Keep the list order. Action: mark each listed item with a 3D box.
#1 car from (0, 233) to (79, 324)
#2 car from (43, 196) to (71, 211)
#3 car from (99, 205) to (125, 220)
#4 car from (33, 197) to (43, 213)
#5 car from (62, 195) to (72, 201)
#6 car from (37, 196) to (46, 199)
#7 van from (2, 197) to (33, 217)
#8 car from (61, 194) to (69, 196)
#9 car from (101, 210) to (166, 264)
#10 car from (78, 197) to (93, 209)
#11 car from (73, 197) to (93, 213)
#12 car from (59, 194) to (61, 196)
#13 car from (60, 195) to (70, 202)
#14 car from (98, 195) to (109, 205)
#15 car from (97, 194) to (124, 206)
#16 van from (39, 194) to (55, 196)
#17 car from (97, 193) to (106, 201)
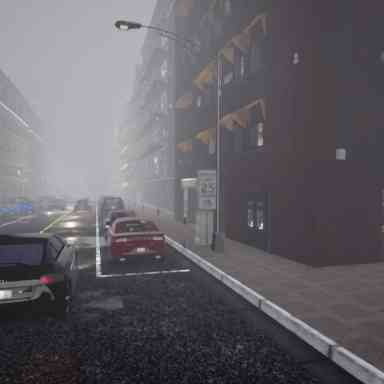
[{"bbox_3d":[-3.532,1.561,7.083,1.994,1.385,4.181,0,0,-16],"label":"car"},{"bbox_3d":[-16.157,1.533,40.079,2.033,1.411,5.357,0,0,-16],"label":"car"},{"bbox_3d":[-3.570,1.561,16.899,1.947,1.339,4.313,-1,0,-16],"label":"car"},{"bbox_3d":[-17.870,1.566,36.388,1.802,1.307,4.206,-1,0,-16],"label":"car"},{"bbox_3d":[-32.009,1.553,85.364,1.947,1.339,4.313,-1,0,-16],"label":"car"},{"bbox_3d":[-19.440,1.566,41.830,1.802,1.307,4.206,-1,0,-16],"label":"car"},{"bbox_3d":[-16.305,1.326,30.945,1.690,1.788,3.998,-1,0,-16],"label":"van"},{"bbox_3d":[-27.307,1.535,69.036,2.008,1.369,4.403,-1,0,-16],"label":"car"},{"bbox_3d":[-2.098,1.542,11.785,1.887,1.381,4.507,-1,0,-16],"label":"car"},{"bbox_3d":[-14.979,1.465,46.839,1.882,1.535,5.008,0,0,-16],"label":"car"},{"bbox_3d":[-12.074,1.514,36.932,1.812,1.442,4.674,0,0,-16],"label":"car"},{"bbox_3d":[-22.617,1.298,52.704,2.192,1.841,5.009,-1,0,-16],"label":"car"},{"bbox_3d":[-30.443,1.426,79.920,1.967,1.590,4.097,-1,0,-16],"label":"car"},{"bbox_3d":[-16.112,1.430,60.439,1.967,1.590,4.097,-1,0,-16],"label":"car"},{"bbox_3d":[-6.708,1.307,27.782,2.192,1.841,5.009,-1,0,-16],"label":"car"},{"bbox_3d":[-21.022,1.325,47.270,1.690,1.788,3.998,-1,0,-16],"label":"van"},{"bbox_3d":[-23.951,1.308,87.652,2.192,1.841,5.009,-1,0,-16],"label":"car"}]
